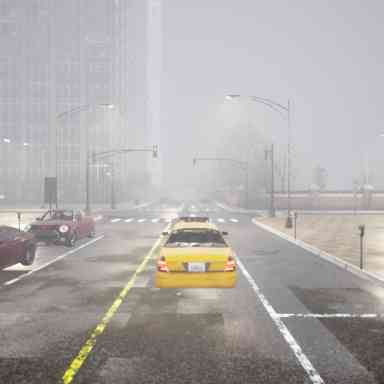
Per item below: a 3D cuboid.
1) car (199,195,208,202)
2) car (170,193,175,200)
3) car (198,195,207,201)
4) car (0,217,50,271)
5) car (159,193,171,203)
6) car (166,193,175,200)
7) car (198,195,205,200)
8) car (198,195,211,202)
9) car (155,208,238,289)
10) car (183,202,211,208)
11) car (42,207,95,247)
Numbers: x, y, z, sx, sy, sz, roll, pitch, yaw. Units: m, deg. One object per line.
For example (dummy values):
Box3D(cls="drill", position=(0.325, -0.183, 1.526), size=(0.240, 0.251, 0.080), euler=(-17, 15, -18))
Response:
Box3D(cls="car", position=(2.602, 1.454, 74.766), size=(1.887, 1.381, 4.507), euler=(0, 0, 0))
Box3D(cls="car", position=(-5.936, 1.324, 85.823), size=(1.967, 1.590, 4.097), euler=(0, 0, 0))
Box3D(cls="car", position=(2.596, 1.448, 80.326), size=(2.008, 1.369, 4.403), euler=(0, 0, 0))
Box3D(cls="car", position=(-5.701, 1.579, 8.924), size=(1.802, 1.307, 4.206), euler=(0, 0, 0))
Box3D(cls="car", position=(-5.917, 1.485, 69.140), size=(1.947, 1.339, 4.313), euler=(0, 0, 0))
Box3D(cls="car", position=(-5.942, 1.181, 91.382), size=(2.192, 1.841, 5.009), euler=(0, 0, 0))
Box3D(cls="car", position=(2.583, 1.411, 91.448), size=(1.887, 1.381, 4.507), euler=(0, 0, 0))
Box3D(cls="car", position=(2.676, 1.492, 63.651), size=(1.947, 1.339, 4.313), euler=(0, 0, 0))
Box3D(cls="car", position=(0.088, 1.454, 9.127), size=(1.801, 1.575, 5.366), euler=(0, 0, 0))
Box3D(cls="car", position=(0.093, 1.535, 19.390), size=(2.033, 1.411, 5.357), euler=(0, 0, 0))
Box3D(cls="car", position=(-5.708, 1.433, 14.617), size=(1.967, 1.590, 4.097), euler=(0, 0, 0))
